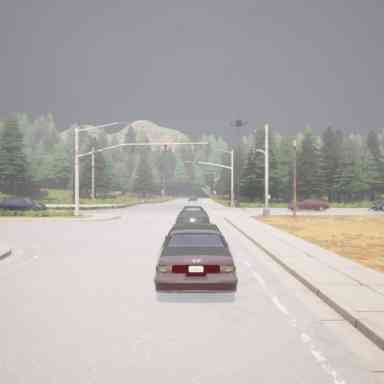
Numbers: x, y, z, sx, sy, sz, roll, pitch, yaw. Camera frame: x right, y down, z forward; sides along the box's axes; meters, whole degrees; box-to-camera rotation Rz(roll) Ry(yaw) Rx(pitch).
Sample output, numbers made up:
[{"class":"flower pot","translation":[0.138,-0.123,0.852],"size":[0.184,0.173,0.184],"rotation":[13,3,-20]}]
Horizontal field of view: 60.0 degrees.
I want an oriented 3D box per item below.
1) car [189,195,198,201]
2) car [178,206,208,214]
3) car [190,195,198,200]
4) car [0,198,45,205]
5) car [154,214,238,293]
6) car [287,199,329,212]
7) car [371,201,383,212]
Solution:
[{"class":"car","translation":[0.157,1.542,80.594],"size":[2.033,1.411,5.357],"rotation":[0,0,2]},{"class":"car","translation":[0.058,1.563,21.102],"size":[1.994,1.385,4.181],"rotation":[0,0,0]},{"class":"car","translation":[0.575,1.597,92.210],"size":[1.895,1.301,4.718],"rotation":[0,0,2]},{"class":"car","translation":[-18.086,1.397,35.750],"size":[4.553,1.767,2.097],"rotation":[0,0,1]},{"class":"car","translation":[0.077,1.549,8.996],"size":[2.033,1.411,5.357],"rotation":[0,0,0]},{"class":"car","translation":[13.580,1.542,38.899],"size":[4.674,1.442,1.812],"rotation":[0,0,1]},{"class":"car","translation":[23.444,1.499,38.730],"size":[4.902,1.511,2.128],"rotation":[0,0,1]}]
